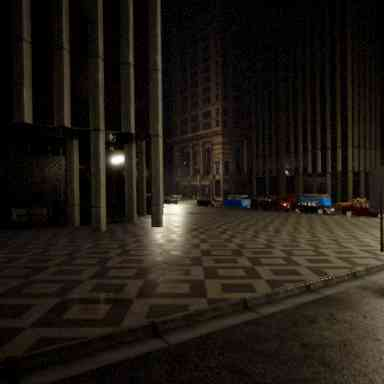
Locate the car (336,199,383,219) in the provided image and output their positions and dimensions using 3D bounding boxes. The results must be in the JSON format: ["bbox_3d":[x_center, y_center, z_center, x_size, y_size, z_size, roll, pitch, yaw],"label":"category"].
[{"bbox_3d":[15.365,1.565,28.915,1.887,1.381,4.507,-1,1,-36],"label":"car"}]

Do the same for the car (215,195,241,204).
[{"bbox_3d":[6.046,1.294,56.442,1.752,1.417,4.829,-1,1,-36],"label":"car"}]

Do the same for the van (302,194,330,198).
[{"bbox_3d":[15.830,1.176,42.852,1.690,1.788,3.998,-1,1,-36],"label":"van"}]

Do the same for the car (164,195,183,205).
[{"bbox_3d":[-4.019,1.436,55.810,2.008,1.369,4.403,-1,1,-36],"label":"car"}]

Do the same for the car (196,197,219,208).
[{"bbox_3d":[2.442,1.369,46.843,1.967,1.590,4.097,-1,1,-36],"label":"car"}]

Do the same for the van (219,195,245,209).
[{"bbox_3d":[5.671,1.292,42.361,1.690,1.788,3.998,-1,1,-36],"label":"van"}]

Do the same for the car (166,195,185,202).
[{"bbox_3d":[-3.540,1.254,69.755,2.008,1.369,4.403,-1,1,-36],"label":"car"}]

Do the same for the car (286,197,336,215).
[{"bbox_3d":[12.134,1.547,33.398,2.008,1.369,4.403,-1,1,-36],"label":"car"}]

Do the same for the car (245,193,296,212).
[{"bbox_3d":[8.902,1.289,37.878,2.192,1.841,5.009,-1,1,-36],"label":"car"}]

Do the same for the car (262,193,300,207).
[{"bbox_3d":[12.601,1.128,47.336,2.192,1.841,5.009,-1,1,-36],"label":"car"}]
